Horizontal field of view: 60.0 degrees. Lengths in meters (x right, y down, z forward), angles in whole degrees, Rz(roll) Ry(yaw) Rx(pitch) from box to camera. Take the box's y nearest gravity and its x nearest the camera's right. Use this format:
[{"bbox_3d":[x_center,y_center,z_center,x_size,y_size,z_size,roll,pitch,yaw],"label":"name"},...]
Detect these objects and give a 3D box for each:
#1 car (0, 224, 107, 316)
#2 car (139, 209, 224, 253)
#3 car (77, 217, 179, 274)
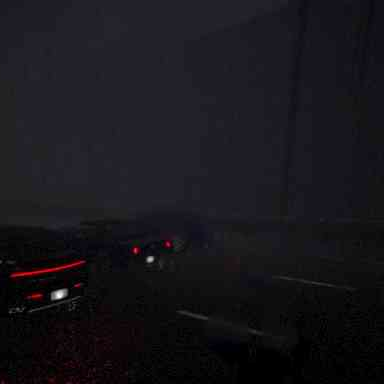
[{"bbox_3d":[-4.191,1.443,6.980,4.892,1.490,1.837,1,0,35],"label":"car"},{"bbox_3d":[-1.119,1.403,13.388,5.008,1.535,1.882,1,0,35],"label":"car"},{"bbox_3d":[-2.938,1.529,10.386,4.718,1.301,1.895,1,0,35],"label":"car"}]
